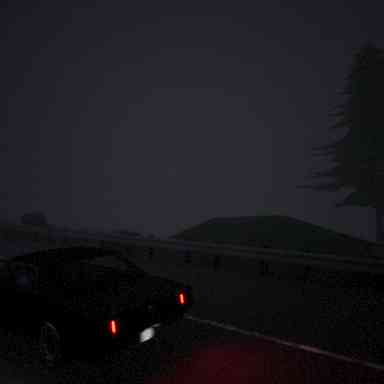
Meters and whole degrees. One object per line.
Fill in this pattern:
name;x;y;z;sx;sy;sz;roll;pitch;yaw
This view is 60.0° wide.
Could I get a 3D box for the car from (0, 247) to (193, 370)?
car;-2.381;1.655;5.819;4.718;1.301;1.895;-1;0;37
